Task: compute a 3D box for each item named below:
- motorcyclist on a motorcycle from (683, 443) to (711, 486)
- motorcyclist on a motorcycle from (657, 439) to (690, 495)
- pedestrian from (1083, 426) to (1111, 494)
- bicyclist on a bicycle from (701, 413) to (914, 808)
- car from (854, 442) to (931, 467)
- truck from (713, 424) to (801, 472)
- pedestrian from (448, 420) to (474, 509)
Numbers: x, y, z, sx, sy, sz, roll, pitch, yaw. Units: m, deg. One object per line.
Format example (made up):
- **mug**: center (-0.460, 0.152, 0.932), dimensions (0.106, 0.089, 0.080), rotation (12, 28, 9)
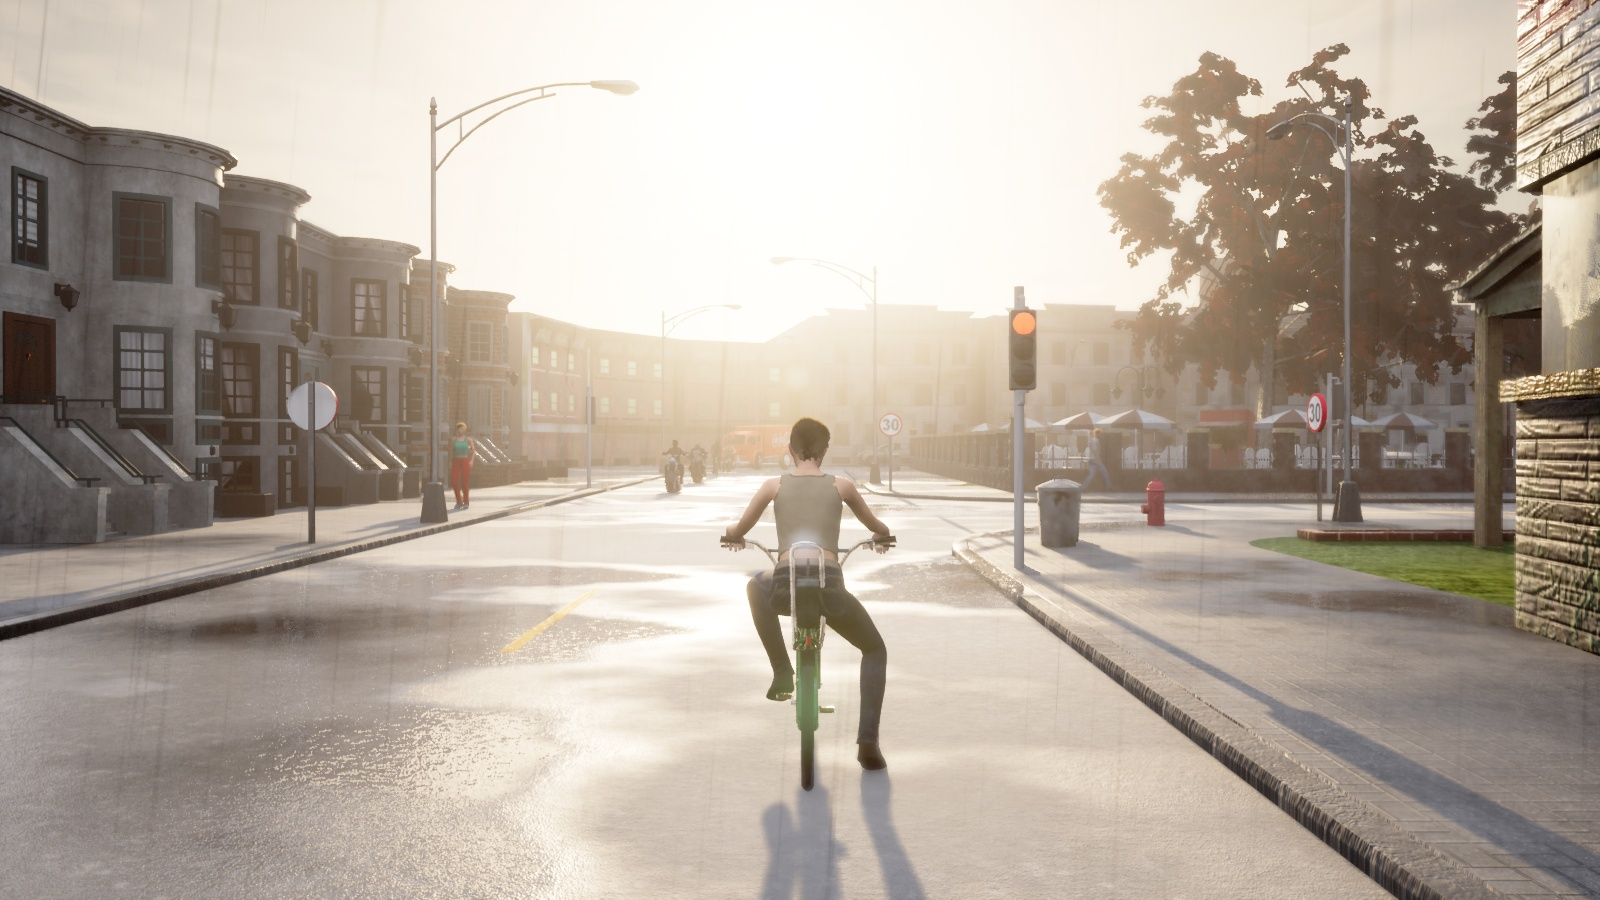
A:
- **motorcyclist on a motorcycle**: center (-3.782, 0.517, 46.362), dimensions (0.866, 1.530, 2.191), rotation (0, 0, 0)
- **motorcyclist on a motorcycle**: center (-3.814, 0.479, 38.009), dimensions (0.766, 1.649, 2.350), rotation (0, 0, 0)
- **pedestrian**: center (8.108, 0.269, 34.279), dimensions (0.706, 1.836, 0.354), rotation (0, 0, 2)
- **bicyclist on a bicycle**: center (0.037, 0.650, 5.875), dimensions (0.866, 1.612, 1.509), rotation (0, 0, 0)
- **car**: center (5.713, 0.260, 77.774), dimensions (4.514, 1.525, 2.007), rotation (0, 0, -4)
- **truck**: center (-2.406, -0.184, 72.012), dimensions (2.627, 2.467, 5.204), rotation (1, 3, 31)
- **pedestrian**: center (-7.075, 0.302, 26.225), dimensions (0.345, 1.836, 0.594), rotation (0, 0, 6)
